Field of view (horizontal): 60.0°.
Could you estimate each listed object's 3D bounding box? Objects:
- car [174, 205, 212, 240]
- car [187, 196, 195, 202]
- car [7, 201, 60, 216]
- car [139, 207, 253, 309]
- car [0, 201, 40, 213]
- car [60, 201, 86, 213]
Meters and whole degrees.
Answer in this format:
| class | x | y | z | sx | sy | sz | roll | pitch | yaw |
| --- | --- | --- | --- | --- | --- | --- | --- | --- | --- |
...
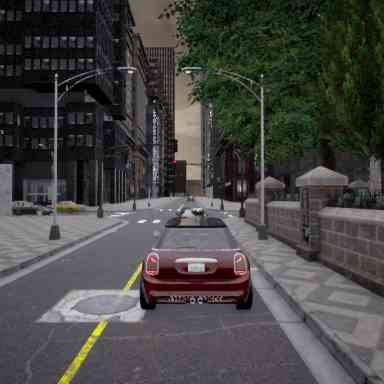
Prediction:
| class | x | y | z | sx | sy | sz | roll | pitch | yaw |
| --- | --- | --- | --- | --- | --- | --- | --- | --- | --- |
| car | 0.035 | 1.541 | 18.138 | 1.812 | 1.442 | 4.674 | 0 | 0 | 0 |
| car | -0.281 | 1.726 | 81.310 | 1.812 | 1.442 | 4.674 | 0 | 0 | 0 |
| car | -14.741 | 1.517 | 30.046 | 4.403 | 1.369 | 2.008 | 0 | -1 | 0 |
| car | 0.071 | 1.357 | 8.012 | 2.097 | 1.767 | 4.553 | 0 | 0 | 0 |
| car | -20.246 | 1.708 | 38.580 | 4.403 | 1.369 | 2.008 | 0 | -1 | 0 |
| car | -14.903 | 1.675 | 38.570 | 4.829 | 1.417 | 1.752 | 0 | -1 | 0 |
